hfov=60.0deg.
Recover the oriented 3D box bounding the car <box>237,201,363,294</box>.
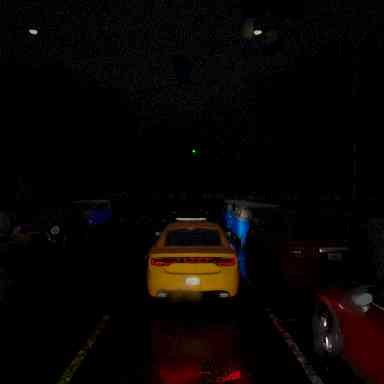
[{"bbox_3d":[2.709,1.315,8.728,2.192,1.841,5.009,0,0,0],"label":"car"}]

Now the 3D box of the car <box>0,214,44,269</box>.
[{"bbox_3d":[-5.814,1.526,8.505,1.752,1.417,4.829,0,0,0],"label":"car"}]

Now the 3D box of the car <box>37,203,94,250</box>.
[{"bbox_3d":[-5.850,1.441,14.112,1.967,1.590,4.097,0,0,0],"label":"car"}]

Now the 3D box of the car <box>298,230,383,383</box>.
[{"bbox_3d":[2.743,1.440,3.290,1.967,1.590,4.097,0,0,0],"label":"car"}]

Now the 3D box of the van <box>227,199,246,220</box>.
[{"bbox_3d":[2.675,1.342,14.165,1.690,1.788,3.998,0,0,0],"label":"van"}]

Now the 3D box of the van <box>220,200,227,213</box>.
[{"bbox_3d":[2.641,1.343,19.603,1.690,1.788,3.998,0,0,0],"label":"van"}]

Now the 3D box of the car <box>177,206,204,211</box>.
[{"bbox_3d":[-0.066,1.493,18.060,2.128,1.511,4.902,0,0,0],"label":"car"}]

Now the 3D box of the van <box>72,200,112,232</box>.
[{"bbox_3d":[-5.884,1.343,19.550,1.690,1.788,3.998,0,0,0],"label":"van"}]

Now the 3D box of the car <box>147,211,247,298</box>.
[{"bbox_3d":[0.031,1.478,8.553,1.882,1.535,5.008,0,0,0],"label":"car"}]
